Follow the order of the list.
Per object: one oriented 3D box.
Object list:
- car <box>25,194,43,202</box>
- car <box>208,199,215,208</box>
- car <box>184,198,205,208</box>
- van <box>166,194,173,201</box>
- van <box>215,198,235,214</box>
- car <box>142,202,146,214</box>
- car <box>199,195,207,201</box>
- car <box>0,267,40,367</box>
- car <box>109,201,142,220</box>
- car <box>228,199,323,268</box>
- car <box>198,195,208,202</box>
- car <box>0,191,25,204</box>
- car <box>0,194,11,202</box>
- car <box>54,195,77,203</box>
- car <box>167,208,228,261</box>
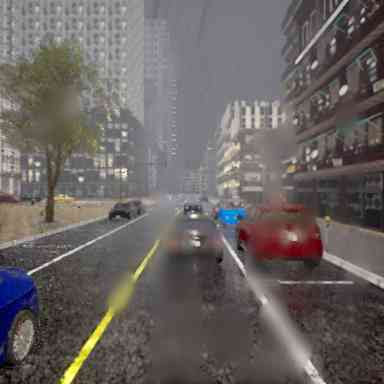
[{"bbox_3d":[-27.473,1.054,56.092,4.313,1.339,1.947,1,-1,-1],"label":"car"},{"bbox_3d":[2.690,1.432,27.885,1.967,1.590,4.097,0,0,0],"label":"car"},{"bbox_3d":[0.101,1.591,34.715,1.895,1.301,4.718,0,0,0],"label":"car"},{"bbox_3d":[-5.687,1.333,82.743,1.690,1.788,3.998,0,0,0],"label":"van"},{"bbox_3d":[2.689,1.334,22.335,1.690,1.788,3.998,0,0,0],"label":"van"},{"bbox_3d":[-5.690,1.557,33.131,1.947,1.339,4.313,0,0,0],"label":"car"},{"bbox_3d":[2.694,1.536,82.743,1.887,1.381,4.507,0,0,0],"label":"car"},{"bbox_3d":[-3.100,1.524,3.069,1.812,1.442,4.674,0,0,0],"label":"car"},{"bbox_3d":[-5.690,1.558,27.885,1.947,1.339,4.313,0,0,0],"label":"car"},{"bbox_3d":[2.689,1.311,11.232,2.192,1.841,5.009,0,0,0],"label":"car"},{"bbox_3d":[2.694,1.556,72.776,1.947,1.339,4.313,0,0,0],"label":"car"},{"bbox_3d":[-27.366,0.831,47.717,5.009,1.841,2.192,1,-1,-1],"label":"car"},{"bbox_3d":[-33.092,0.965,56.029,4.206,1.307,1.802,1,-1,-1],"label":"car"},{"bbox_3d":[-22.027,1.115,56.242,4.829,1.417,1.752,1,-1,-1],"label":"car"},{"bbox_3d":[0.097,1.543,12.174,2.033,1.411,5.357,0,0,0],"label":"car"}]
